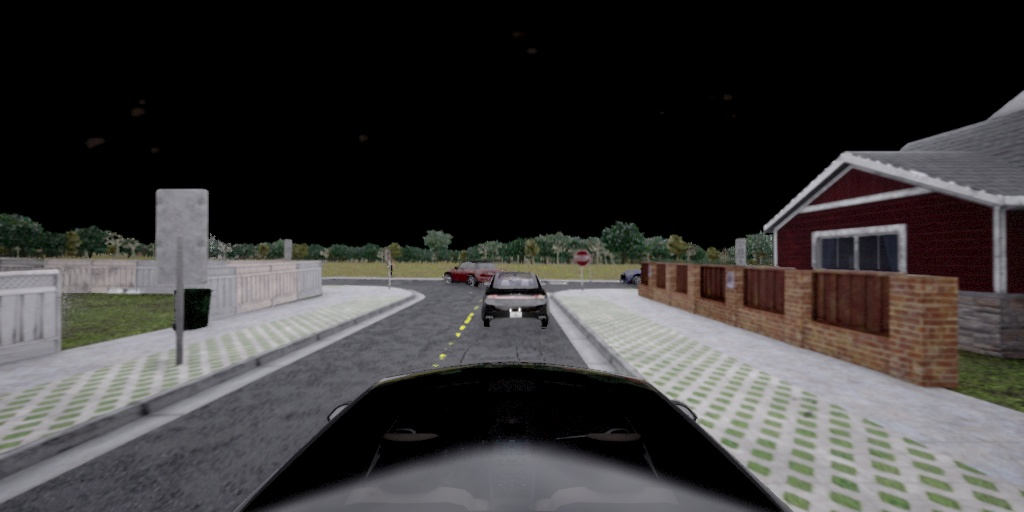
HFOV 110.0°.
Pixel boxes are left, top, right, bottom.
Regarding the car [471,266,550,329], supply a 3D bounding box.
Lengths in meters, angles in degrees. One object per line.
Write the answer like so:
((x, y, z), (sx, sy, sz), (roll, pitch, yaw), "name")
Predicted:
((0.099, 1.248, 11.341), (2.128, 1.511, 4.902), (0, 0, 0), "car")

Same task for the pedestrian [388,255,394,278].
((-9.704, 0.834, 28.681), (0.375, 1.860, 0.375), (0, -1, 0), "pedestrian")

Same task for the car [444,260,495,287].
((-2.725, 1.102, 24.243), (2.097, 1.767, 4.553), (0, 0, -39), "car")

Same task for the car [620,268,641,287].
((10.188, 1.272, 25.896), (4.553, 1.767, 2.097), (1, 0, -1), "car")
